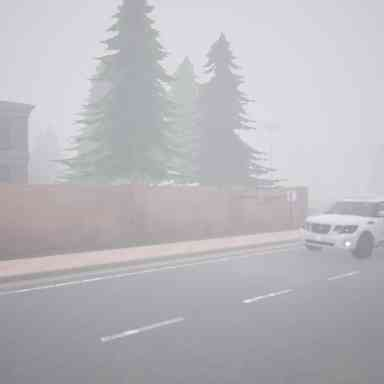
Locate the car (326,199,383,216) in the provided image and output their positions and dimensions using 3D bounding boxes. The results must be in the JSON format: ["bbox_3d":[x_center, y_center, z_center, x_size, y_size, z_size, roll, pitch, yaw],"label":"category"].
[{"bbox_3d":[16.603,1.484,34.021,2.128,1.511,4.902,0,0,-35],"label":"car"}]

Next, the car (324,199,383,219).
[{"bbox_3d":[14.882,1.485,30.394,2.128,1.511,4.902,0,0,-35],"label":"car"}]

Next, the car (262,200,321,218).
[{"bbox_3d":[9.455,1.542,32.000,2.033,1.411,5.357,0,0,-35],"label":"car"}]

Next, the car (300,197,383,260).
[{"bbox_3d":[6.606,1.219,12.724,5.566,2.045,2.150,0,0,-32],"label":"car"}]
